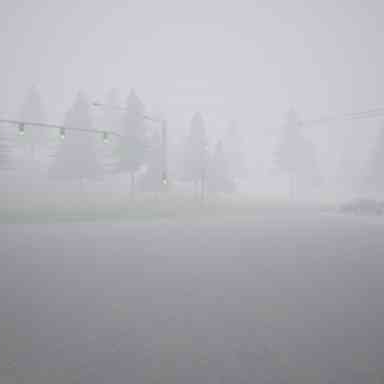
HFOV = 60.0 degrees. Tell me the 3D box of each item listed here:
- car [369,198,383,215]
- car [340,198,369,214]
[{"bbox_3d":[19.479,1.143,31.211,5.566,2.045,2.150,0,1,-32],"label":"car"},{"bbox_3d":[17.121,1.347,33.874,5.008,1.535,1.882,0,1,-32],"label":"car"}]
